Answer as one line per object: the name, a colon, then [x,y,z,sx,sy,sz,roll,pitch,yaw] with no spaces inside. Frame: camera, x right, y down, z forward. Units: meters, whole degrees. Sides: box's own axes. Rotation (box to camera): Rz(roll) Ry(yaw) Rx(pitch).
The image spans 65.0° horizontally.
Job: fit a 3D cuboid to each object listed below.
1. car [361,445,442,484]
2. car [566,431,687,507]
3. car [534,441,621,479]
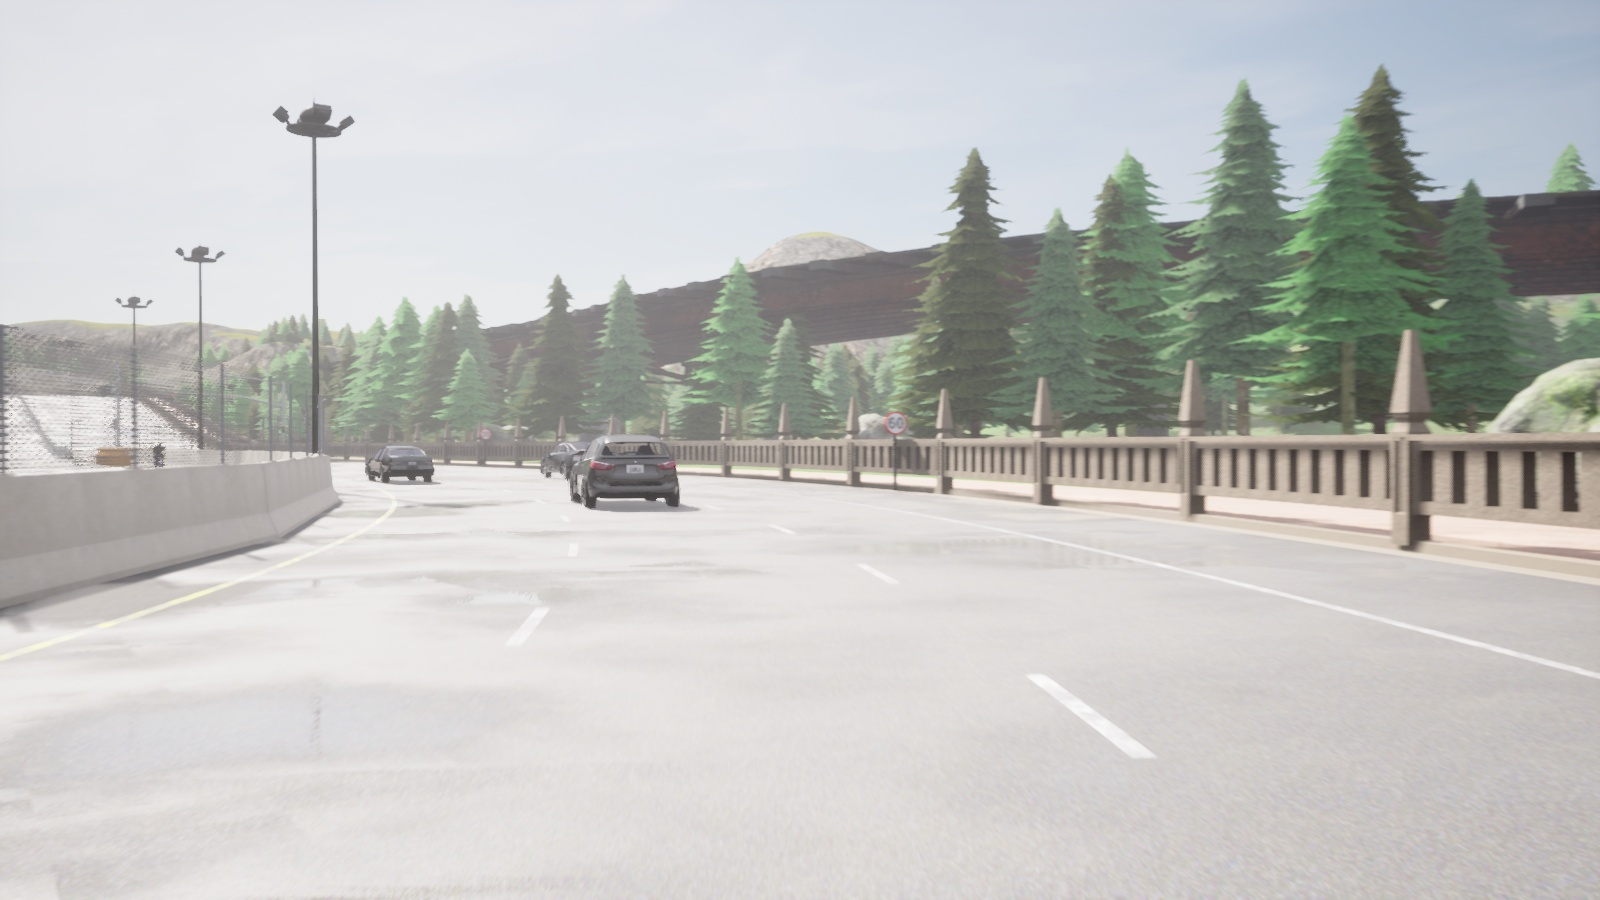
car: [-15.437,0.505,48.457,2.033,1.411,5.357,0,0,-28]
car: [-4.260,0.396,30.162,2.242,1.667,4.611,0,0,-16]
car: [-9.182,0.376,51.531,2.128,1.511,4.902,0,0,-27]
